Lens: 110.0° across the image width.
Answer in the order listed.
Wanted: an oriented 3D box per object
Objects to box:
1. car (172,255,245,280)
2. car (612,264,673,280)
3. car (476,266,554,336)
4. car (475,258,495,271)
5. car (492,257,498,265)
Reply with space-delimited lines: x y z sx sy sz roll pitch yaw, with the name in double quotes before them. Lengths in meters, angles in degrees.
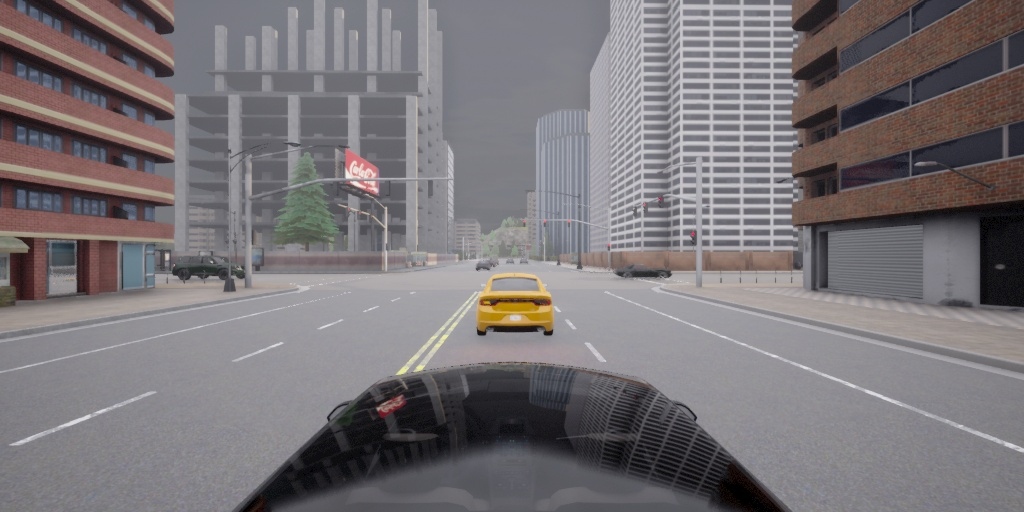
"car" -25.304 0.972 30.302 5.566 2.045 2.150 0 0 -1
"car" 11.169 1.351 30.881 4.718 1.301 1.895 0 0 6
"car" 0.065 1.228 10.468 1.882 1.535 5.008 0 0 0
"car" -3.842 1.298 48.423 2.033 1.411 5.357 0 0 0
"car" -3.892 1.350 62.117 1.895 1.301 4.718 0 0 0
